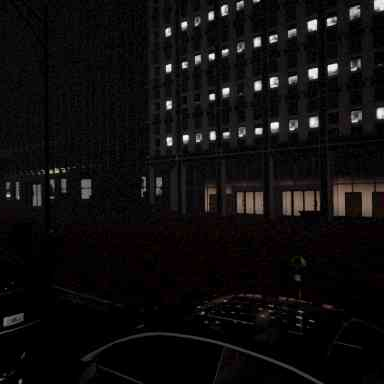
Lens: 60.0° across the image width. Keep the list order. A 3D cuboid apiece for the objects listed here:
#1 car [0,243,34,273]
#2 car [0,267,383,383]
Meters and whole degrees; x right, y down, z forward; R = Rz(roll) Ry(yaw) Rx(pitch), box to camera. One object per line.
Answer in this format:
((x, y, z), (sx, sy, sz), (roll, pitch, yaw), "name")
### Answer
((-4.261, 1.553, 5.929), (4.403, 1.369, 2.008), (0, -1, 36), "car")
((0.271, 1.551, 2.694), (4.403, 1.369, 2.008), (0, -1, 36), "car")
